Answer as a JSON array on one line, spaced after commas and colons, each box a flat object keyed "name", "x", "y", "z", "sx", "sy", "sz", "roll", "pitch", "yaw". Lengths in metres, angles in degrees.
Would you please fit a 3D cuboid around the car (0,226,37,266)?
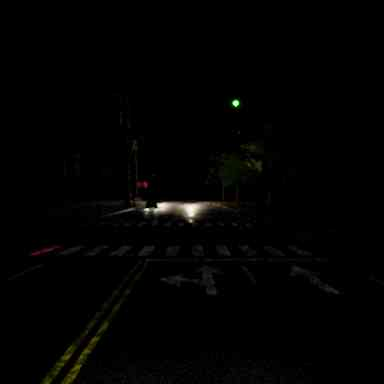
[{"name": "car", "x": -6.511, "y": 1.704, "z": 9.763, "sx": 1.895, "sy": 1.301, "sz": 4.718, "roll": 0, "pitch": -1, "yaw": 0}]

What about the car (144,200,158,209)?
[{"name": "car", "x": -6.619, "y": 2.093, "z": 54.678, "sx": 1.812, "sy": 1.442, "sz": 4.674, "roll": 0, "pitch": 1, "yaw": -1}]
